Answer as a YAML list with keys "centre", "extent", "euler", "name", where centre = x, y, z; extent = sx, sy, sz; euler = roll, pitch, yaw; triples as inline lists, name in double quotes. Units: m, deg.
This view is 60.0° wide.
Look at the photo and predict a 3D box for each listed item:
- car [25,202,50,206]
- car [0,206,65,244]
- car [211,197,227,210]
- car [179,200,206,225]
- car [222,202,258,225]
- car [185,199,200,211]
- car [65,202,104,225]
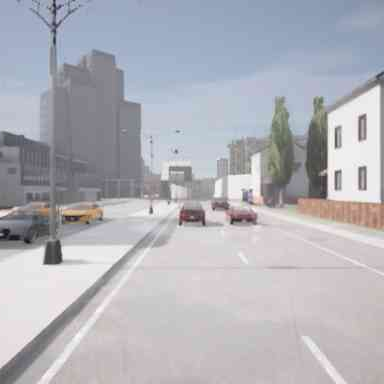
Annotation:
- centre: [-11.521, 1.521, 24.827]
  extent: [1.882, 1.535, 5.008]
  euler: [0, 0, 1]
  name: "car"
- centre: [-8.001, 1.592, 15.869]
  extent: [1.994, 1.385, 4.181]
  euler: [0, 0, 0]
  name: "car"
- centre: [3.582, 1.430, 43.898]
  extent: [2.097, 1.767, 4.553]
  euler: [0, 0, 0]
  name: "car"
- centre: [0.024, 1.521, 24.639]
  extent: [1.882, 1.535, 5.008]
  euler: [0, 0, 0]
  name: "car"
- centre: [3.521, 1.645, 24.535]
  extent: [1.895, 1.301, 4.718]
  euler: [0, 0, 0]
  name: "car"
- centre: [0.082, 1.678, 43.510]
  extent: [1.895, 1.301, 4.718]
  euler: [0, 0, 0]
  name: "car"
- centre: [-8.023, 1.521, 24.823]
  extent: [1.882, 1.535, 5.008]
  euler: [0, 0, 0]
  name: "car"
